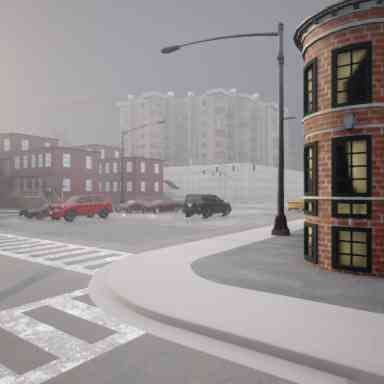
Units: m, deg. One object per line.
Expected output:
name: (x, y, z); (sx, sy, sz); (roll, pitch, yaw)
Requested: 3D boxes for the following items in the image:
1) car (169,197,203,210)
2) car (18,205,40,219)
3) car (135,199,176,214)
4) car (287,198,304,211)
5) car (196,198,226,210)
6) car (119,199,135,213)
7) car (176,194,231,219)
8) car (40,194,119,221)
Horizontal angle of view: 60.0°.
car: (-0.701, 1.502, 45.286); (2.128, 1.511, 4.902); (0, 0, 36)
car: (-12.207, 1.558, 29.232); (2.033, 1.411, 5.357); (0, 0, 36)
car: (-3.331, 1.487, 35.621); (1.882, 1.535, 5.008); (0, 0, 36)
car: (13.166, 1.483, 40.309); (1.882, 1.535, 5.008); (0, 0, 36)
car: (2.519, 1.573, 43.773); (1.994, 1.385, 4.181); (0, 0, 35)
car: (-6.478, 1.536, 37.224); (1.812, 1.442, 4.674); (0, 0, 35)
car: (1.379, 1.227, 29.840); (2.150, 2.045, 5.566); (0, 0, 36)
car: (-9.126, 1.230, 27.520); (2.150, 2.045, 5.566); (0, 0, 36)
